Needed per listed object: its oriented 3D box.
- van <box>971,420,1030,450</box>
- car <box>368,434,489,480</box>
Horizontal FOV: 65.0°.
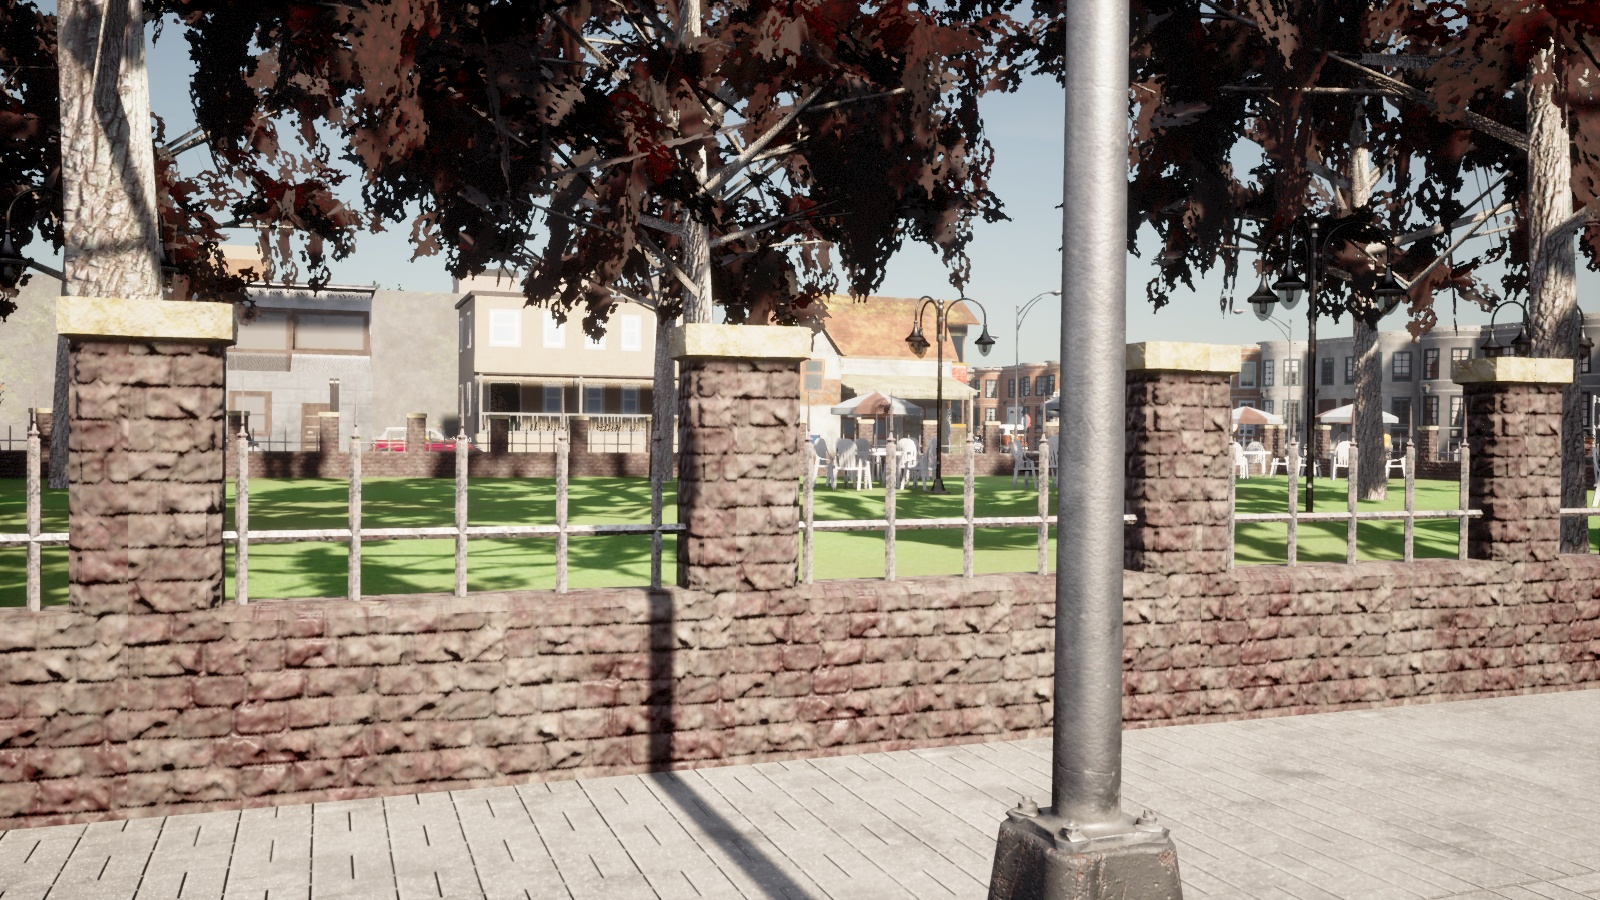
[{"bbox_3d":[13.881,-1.044,86.992,2.069,2.038,4.480,-1,1,-21],"label":"van"},{"bbox_3d":[-12.748,0.200,43.078,3.806,1.475,1.970,-1,1,-21],"label":"car"}]
